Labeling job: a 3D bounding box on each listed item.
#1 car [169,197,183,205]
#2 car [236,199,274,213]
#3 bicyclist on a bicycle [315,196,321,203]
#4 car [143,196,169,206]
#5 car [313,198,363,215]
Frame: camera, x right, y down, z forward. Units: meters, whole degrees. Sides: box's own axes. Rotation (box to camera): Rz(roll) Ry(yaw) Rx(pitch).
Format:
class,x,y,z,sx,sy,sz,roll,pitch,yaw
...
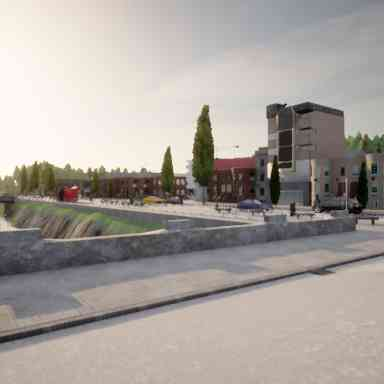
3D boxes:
class,x,y,z,sx,sy,sz,roll,pitch,yaw
car,-3.307,1.523,58.131,1.812,1.442,4.674,0,0,-35
car,6.867,1.523,36.667,1.812,1.442,4.674,0,0,-36
bicyclist on a bicycle,14.992,1.345,39.699,1.656,1.620,0.582,0,0,-35
car,-6.343,1.475,55.335,1.882,1.535,5.008,0,0,-35
car,14.420,1.349,33.280,2.097,1.767,4.553,0,0,-35
